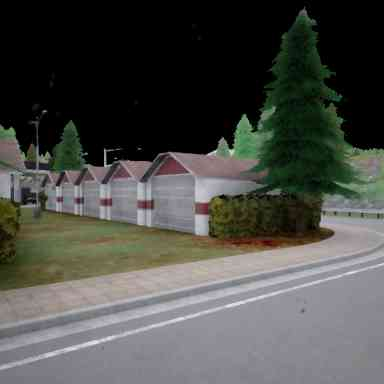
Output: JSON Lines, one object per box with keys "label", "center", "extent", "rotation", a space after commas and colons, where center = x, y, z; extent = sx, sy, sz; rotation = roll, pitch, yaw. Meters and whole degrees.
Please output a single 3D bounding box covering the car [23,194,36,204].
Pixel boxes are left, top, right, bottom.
{"label": "car", "center": [-30.592, 1.328, 62.631], "extent": [1.905, 1.878, 3.866], "rotation": [0, 0, -37]}
